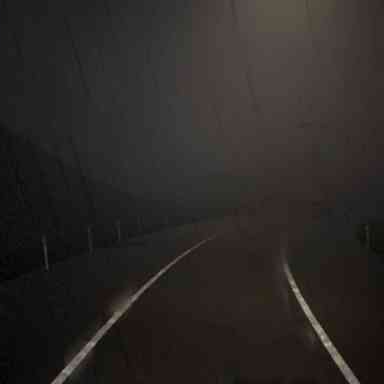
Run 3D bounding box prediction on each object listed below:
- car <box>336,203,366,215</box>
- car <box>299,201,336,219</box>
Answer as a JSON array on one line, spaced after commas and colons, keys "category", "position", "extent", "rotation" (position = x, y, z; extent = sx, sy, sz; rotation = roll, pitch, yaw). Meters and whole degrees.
[{"category": "car", "position": [19.248, 2.067, 40.646], "extent": [5.357, 1.411, 2.033], "rotation": [1, 2, -39]}, {"category": "car", "position": [12.472, 1.662, 33.458], "extent": [2.097, 1.767, 4.553], "rotation": [3, 1, 38]}]
